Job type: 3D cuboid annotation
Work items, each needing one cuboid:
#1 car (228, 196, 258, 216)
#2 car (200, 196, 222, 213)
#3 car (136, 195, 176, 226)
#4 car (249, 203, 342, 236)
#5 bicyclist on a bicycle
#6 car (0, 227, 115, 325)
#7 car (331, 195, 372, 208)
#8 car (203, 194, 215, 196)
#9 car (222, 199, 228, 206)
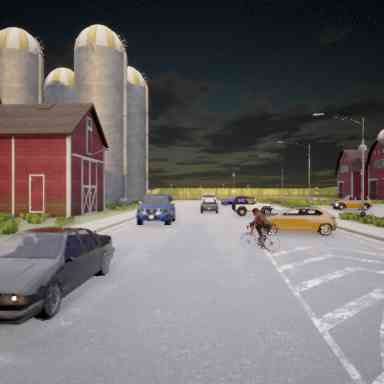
[{"bbox_3d":[5.661,1.313,31.341,3.866,1.878,1.905,0,0,4],"label":"car"},{"bbox_3d":[1.902,1.491,36.205,2.128,1.511,4.902,0,0,3],"label":"car"},{"bbox_3d":[-2.420,1.222,23.665,2.150,2.045,5.566,0,0,3],"label":"car"},{"bbox_3d":[5.441,1.506,17.849,4.193,1.474,1.816,0,0,4],"label":"car"},{"bbox_3d":[2.563,1.452,12.648,1.656,1.620,0.582,-1,0,37],"label":"bicyclist on a bicycle"},{"bbox_3d":[-3.276,1.547,7.630,2.033,1.411,5.357,0,0,3],"label":"car"},{"bbox_3d":[19.488,1.310,40.740,4.605,1.855,1.932,0,0,4],"label":"car"},{"bbox_3d":[2.396,1.221,46.284,2.150,2.045,5.566,0,0,4],"label":"car"},{"bbox_3d":[7.076,1.480,55.506,4.611,1.667,2.242,0,0,4],"label":"car"}]
